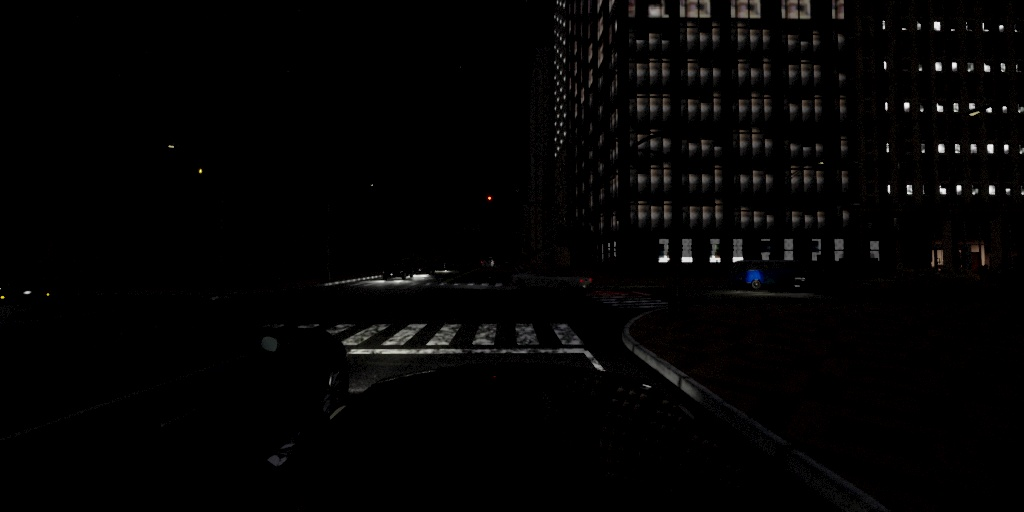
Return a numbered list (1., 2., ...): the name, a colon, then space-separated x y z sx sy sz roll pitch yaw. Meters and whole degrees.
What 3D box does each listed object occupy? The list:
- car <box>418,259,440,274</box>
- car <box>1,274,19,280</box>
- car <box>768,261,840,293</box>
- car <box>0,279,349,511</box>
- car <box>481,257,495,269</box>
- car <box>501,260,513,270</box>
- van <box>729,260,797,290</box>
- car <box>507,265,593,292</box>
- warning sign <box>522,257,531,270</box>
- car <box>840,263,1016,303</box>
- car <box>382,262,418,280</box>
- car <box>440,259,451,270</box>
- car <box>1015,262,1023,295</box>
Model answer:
1. car: -10.495 1.343 43.101 2.128 1.511 4.902 0 0 -1
2. car: -22.716 1.394 15.281 4.181 1.385 1.994 0 -2 -2
3. car: 17.246 1.177 19.547 5.008 1.535 1.882 0 -2 -2
4. car: -3.156 1.103 2.860 2.097 1.767 4.553 0 0 -1
5. car: -4.200 1.174 62.257 2.150 2.045 5.566 0 0 -1
6. car: -0.759 1.443 56.551 1.812 1.442 4.674 0 0 -1
7. van: 15.633 1.123 22.088 3.998 1.789 1.690 0 0 -2
8. car: 2.274 1.397 21.463 4.718 1.301 1.895 1 0 34
9. warning sign: 2.083 1.001 50.817 1.300 1.860 1.060 0 0 -1
10. car: 16.141 1.075 14.077 4.829 1.417 1.751 0 0 -2
11. car: -10.346 1.320 32.905 1.837 1.490 4.892 0 0 -3
12. car: -10.666 1.260 54.640 2.097 1.767 4.553 0 0 -1
13. car: 21.553 0.961 14.229 4.097 1.591 1.967 0 0 -2
